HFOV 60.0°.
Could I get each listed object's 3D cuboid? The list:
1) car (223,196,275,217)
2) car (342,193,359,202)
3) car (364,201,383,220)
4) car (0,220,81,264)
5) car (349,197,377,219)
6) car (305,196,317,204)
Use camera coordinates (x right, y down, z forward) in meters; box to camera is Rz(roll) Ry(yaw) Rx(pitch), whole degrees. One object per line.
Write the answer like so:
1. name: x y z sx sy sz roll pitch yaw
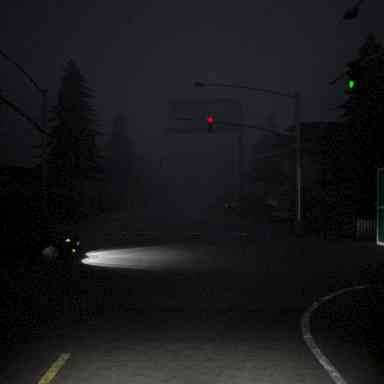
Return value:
1. car: 5.735 1.406 33.475 5.566 2.045 2.150 1 -1 -29
2. car: 34.960 1.490 71.792 2.007 1.523 4.514 0 0 0
3. car: 18.718 1.672 30.616 4.611 1.667 2.242 0 0 0
4. car: -6.003 1.646 11.337 4.181 1.385 1.994 -1 0 -12
5. car: 14.387 1.505 24.949 3.866 1.878 1.905 0 0 0
6. car: 22.550 1.553 64.010 1.970 1.475 3.806 0 0 0
